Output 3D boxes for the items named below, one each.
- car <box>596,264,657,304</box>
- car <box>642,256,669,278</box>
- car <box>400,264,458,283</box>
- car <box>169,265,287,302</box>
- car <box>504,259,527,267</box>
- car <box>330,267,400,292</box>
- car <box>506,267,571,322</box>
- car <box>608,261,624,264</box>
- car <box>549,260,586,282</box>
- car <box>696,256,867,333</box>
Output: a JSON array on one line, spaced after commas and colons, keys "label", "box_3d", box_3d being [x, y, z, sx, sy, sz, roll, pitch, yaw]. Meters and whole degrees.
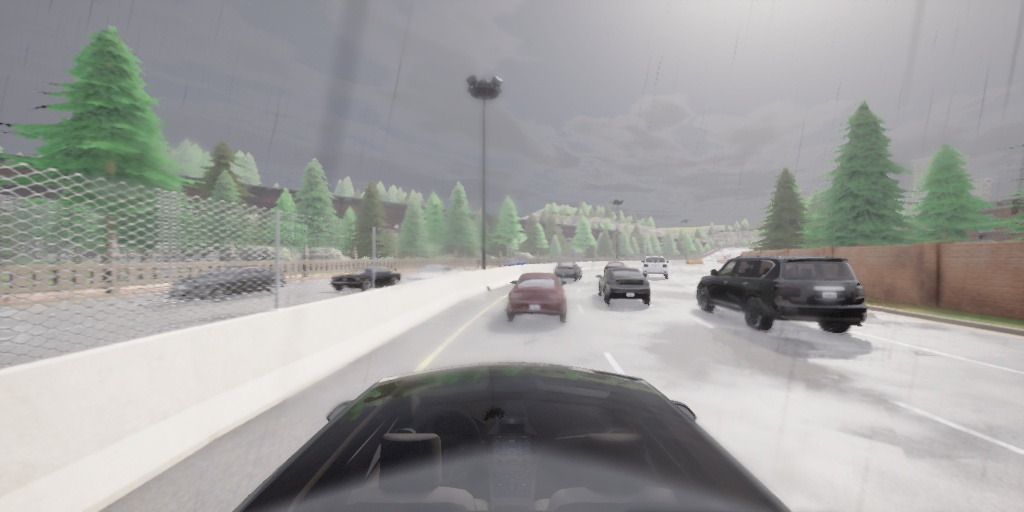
[{"label": "car", "box_3d": [5.049, 1.278, 16.518, 1.837, 1.490, 4.892, 0, 0, 9]}, {"label": "car", "box_3d": [13.887, 1.036, 34.700, 2.150, 2.045, 5.566, 0, 0, 22]}, {"label": "car", "box_3d": [-4.747, 1.256, 22.093, 1.812, 1.442, 4.674, 0, 0, 12]}, {"label": "car", "box_3d": [-12.806, 1.185, 16.585, 2.128, 1.511, 4.902, 0, 0, 8]}, {"label": "car", "box_3d": [0.553, 1.233, 55.365, 1.882, 1.535, 5.008, 0, 0, 30]}, {"label": "car", "box_3d": [-8.503, 1.314, 21.287, 1.895, 1.301, 4.718, 0, 0, 11]}, {"label": "car", "box_3d": [0.909, 1.280, 12.325, 1.812, 1.442, 4.674, 0, 0, 6]}, {"label": "car", "box_3d": [9.907, 1.274, 34.068, 1.882, 1.535, 5.008, 0, 0, 20]}, {"label": "car", "box_3d": [4.712, 1.264, 29.766, 2.128, 1.511, 4.902, 0, 0, 17]}, {"label": "car", "box_3d": [7.761, 1.007, 11.088, 2.150, 2.045, 5.566, 0, 0, 6]}]
